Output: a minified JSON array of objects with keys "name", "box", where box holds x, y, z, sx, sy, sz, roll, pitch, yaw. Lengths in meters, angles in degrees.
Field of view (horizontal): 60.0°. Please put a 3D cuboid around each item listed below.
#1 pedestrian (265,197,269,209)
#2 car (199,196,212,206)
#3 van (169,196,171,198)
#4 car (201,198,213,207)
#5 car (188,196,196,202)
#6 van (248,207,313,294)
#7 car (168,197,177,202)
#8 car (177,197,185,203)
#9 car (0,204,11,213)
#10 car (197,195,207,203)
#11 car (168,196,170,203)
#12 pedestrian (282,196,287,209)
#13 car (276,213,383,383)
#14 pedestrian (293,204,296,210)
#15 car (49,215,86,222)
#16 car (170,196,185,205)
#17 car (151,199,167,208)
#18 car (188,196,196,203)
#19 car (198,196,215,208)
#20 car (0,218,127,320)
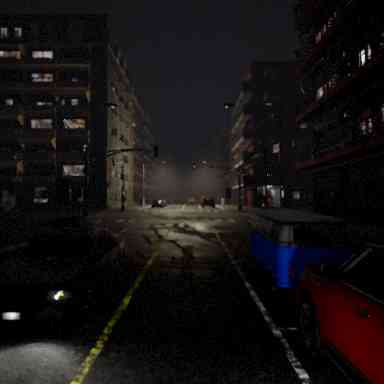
[{"name":"pedestrian","box":[5.996,1.267,26.520,0.375,1.860,0.375,1,-1,0]},{"name":"car","box":[2.549,1.654,63.415,2.192,1.841,5.009,1,0,0]},{"name":"van","box":[-5.345,1.856,85.608,1.690,1.788,3.998,1,-1,0]},{"name":"car","box":[2.549,1.831,58.019,1.752,1.417,4.829,1,0,0]},{"name":"car","box":[-0.050,1.939,92.297,2.128,1.511,4.902,0,-1,0]},{"name":"van","box":[2.547,1.383,8.579,1.690,1.788,3.998,1,0,0]},{"name":"car","box":[-5.353,2.123,91.171,2.008,1.369,4.403,1,-1,0]},{"name":"car","box":[-2.796,1.987,83.622,1.837,1.490,4.892,0,-1,0]},{"name":"car","box":[-24.467,1.888,39.963,4.829,1.417,1.752,0,-1,0]},{"name":"car","box":[2.534,1.830,85.648,2.192,1.841,5.009,1,-1,0]},{"name":"car","box":[-5.331,1.871,57.800,1.947,1.339,4.313,1,0,0]},{"name":"pedestrian","box":[6.980,1.233,25.321,0.375,1.860,0.375,1,-1,0]},{"name":"car","box":[2.551,1.330,3.047,2.192,1.841,5.009,1,0,0]},{"name":"pedestrian","box":[7.996,1.535,25.914,0.500,1.100,0.500,1,-1,0]},{"name":"car","box":[-5.308,1.653,14.159,1.802,1.307,4.206,1,0,0]},{"name":"car","box":[-2.788,1.925,68.103,1.994,1.385,4.181,0,0,0]},{"name":"car","box":[-5.328,1.840,52.239,1.947,1.339,4.313,1,0,0]},{"name":"car","box":[-0.044,1.949,81.872,1.882,1.535,5.008,0,-1,0]},{"name":"car","box":[2.556,1.589,52.290,2.192,1.841,5.009,1,0,0]},{"name":"car","box":[-2.850,1.586,7.916,2.033,1.411,5.357,0,0,0]}]
